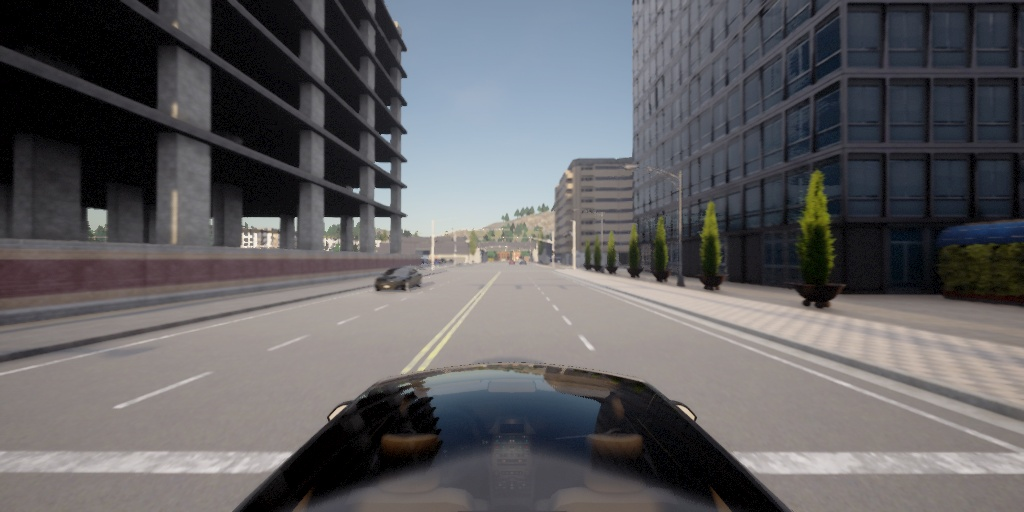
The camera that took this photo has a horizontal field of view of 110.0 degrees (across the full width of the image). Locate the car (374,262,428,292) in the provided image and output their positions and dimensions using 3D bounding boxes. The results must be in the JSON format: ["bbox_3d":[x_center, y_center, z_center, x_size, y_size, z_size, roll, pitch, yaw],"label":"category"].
[{"bbox_3d":[-6.998,1.407,22.544,1.882,1.535,5.008,0,1,0],"label":"car"}]
